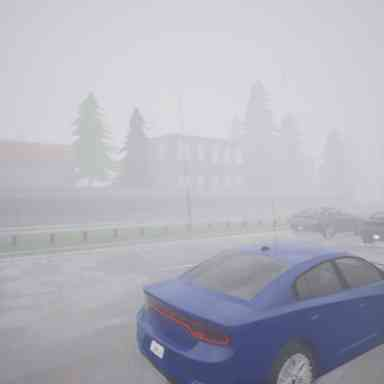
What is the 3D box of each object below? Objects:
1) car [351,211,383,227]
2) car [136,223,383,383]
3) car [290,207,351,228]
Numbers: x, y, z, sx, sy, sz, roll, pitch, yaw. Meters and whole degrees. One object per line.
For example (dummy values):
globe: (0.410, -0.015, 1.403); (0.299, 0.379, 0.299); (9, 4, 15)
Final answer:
car: (9.356, 1.548, 14.718); (4.892, 1.490, 1.837); (0, 0, -35)
car: (1.651, 1.488, 4.924); (5.008, 1.535, 1.882); (0, 0, -35)
car: (7.224, 1.534, 17.496); (4.902, 1.511, 2.128); (0, 0, -35)
